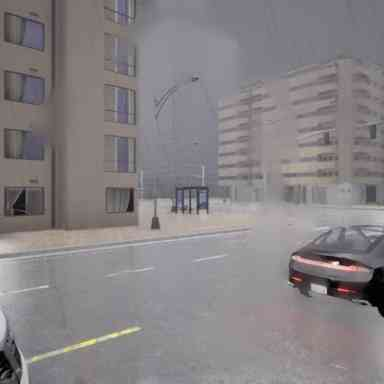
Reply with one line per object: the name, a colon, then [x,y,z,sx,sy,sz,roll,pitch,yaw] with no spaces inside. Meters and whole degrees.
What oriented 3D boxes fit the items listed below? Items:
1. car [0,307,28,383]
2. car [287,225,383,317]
car: [-3.755,1.221,1.367,5.566,2.045,2.150,0,0,-32]
car: [4.120,1.490,7.380,4.902,1.511,2.128,0,0,-39]
